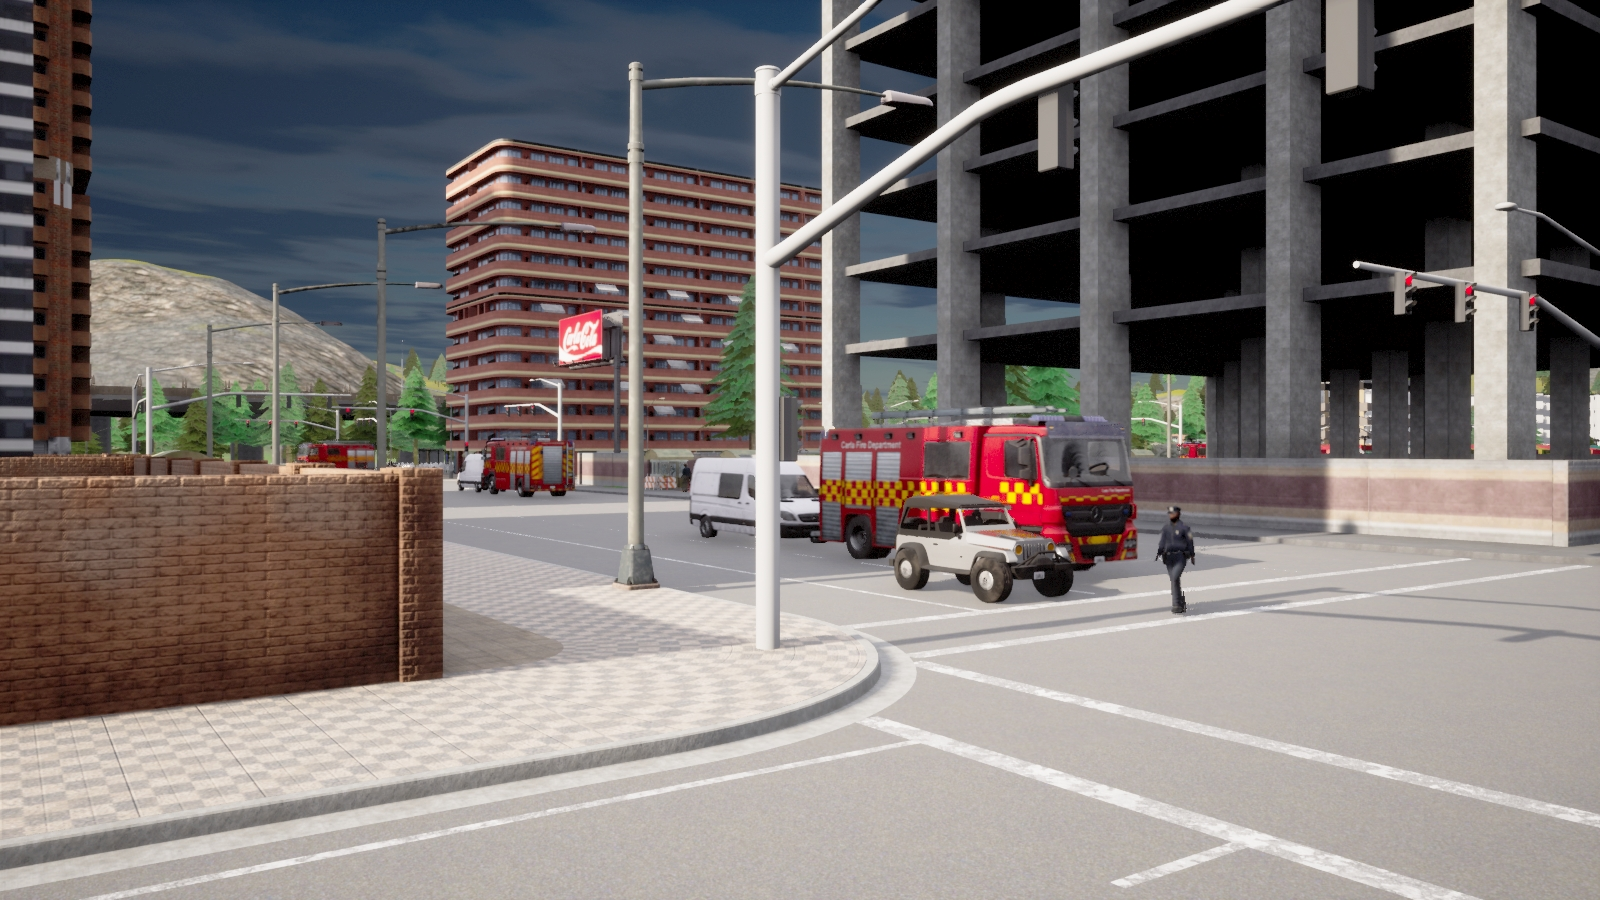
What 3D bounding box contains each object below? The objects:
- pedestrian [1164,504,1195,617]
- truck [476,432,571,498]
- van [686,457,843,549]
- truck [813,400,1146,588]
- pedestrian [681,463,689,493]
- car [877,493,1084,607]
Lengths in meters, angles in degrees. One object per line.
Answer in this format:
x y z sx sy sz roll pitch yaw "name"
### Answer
6.413 1.848 19.303 0.375 1.860 0.375 0 0 -44 "pedestrian"
-17.186 0.889 70.593 2.891 3.827 8.468 0 0 -34 "truck"
-1.227 1.533 35.415 1.988 2.561 5.915 0 0 -34 "van"
3.935 0.890 27.504 2.891 3.827 8.468 0 0 -35 "truck"
-6.977 1.694 69.432 0.375 1.860 0.375 0 0 -38 "pedestrian"
3.447 1.856 22.431 1.905 1.878 3.866 0 0 -33 "car"
